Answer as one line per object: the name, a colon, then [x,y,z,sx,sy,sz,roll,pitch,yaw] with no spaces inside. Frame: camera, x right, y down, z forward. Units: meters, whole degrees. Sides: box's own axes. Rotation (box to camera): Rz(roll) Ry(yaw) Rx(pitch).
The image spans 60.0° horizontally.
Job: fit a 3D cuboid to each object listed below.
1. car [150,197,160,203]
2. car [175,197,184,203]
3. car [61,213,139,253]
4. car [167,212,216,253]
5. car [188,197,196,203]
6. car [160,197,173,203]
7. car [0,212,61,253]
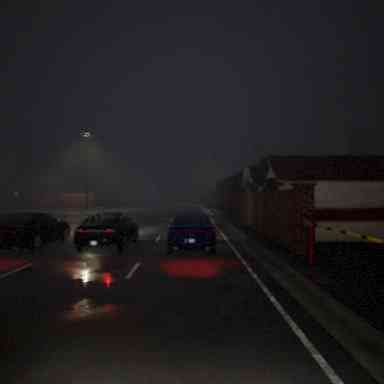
car: [-10.557,2.373,91.545,1.812,1.442,4.674,0,-1,0]
car: [-3.557,2.351,91.134,1.812,1.442,4.674,0,-1,0]
car: [-3.504,1.628,14.291,2.128,1.511,4.902,0,0,0]
car: [-0.002,1.615,14.474,1.882,1.535,5.008,0,0,0]
car: [-0.057,2.352,91.136,2.128,1.511,4.902,0,-1,0]
car: [-7.057,2.327,91.132,1.837,1.490,4.892,0,-1,0]
car: [-7.002,1.615,14.470,1.882,1.535,5.008,0,0,0]
